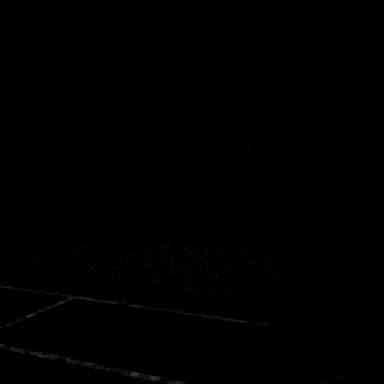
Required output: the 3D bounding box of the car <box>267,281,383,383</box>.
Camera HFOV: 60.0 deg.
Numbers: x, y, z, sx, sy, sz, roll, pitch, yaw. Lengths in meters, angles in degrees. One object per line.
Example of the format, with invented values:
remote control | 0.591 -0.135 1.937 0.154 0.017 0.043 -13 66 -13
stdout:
car | 3.251 1.842 4.416 4.313 1.339 1.947 2 -2 17
